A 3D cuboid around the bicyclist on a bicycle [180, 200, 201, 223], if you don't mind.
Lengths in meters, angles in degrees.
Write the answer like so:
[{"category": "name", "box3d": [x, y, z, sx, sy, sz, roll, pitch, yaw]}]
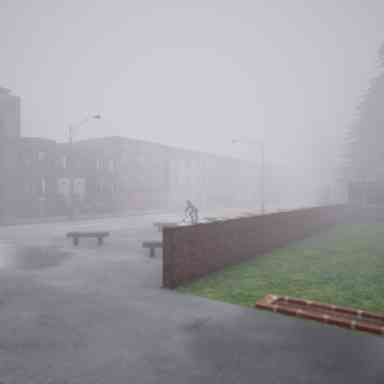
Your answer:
[{"category": "bicyclist on a bicycle", "box3d": [-0.109, 1.333, 20.910, 1.656, 1.620, 0.582, 0, 0, 35]}]
